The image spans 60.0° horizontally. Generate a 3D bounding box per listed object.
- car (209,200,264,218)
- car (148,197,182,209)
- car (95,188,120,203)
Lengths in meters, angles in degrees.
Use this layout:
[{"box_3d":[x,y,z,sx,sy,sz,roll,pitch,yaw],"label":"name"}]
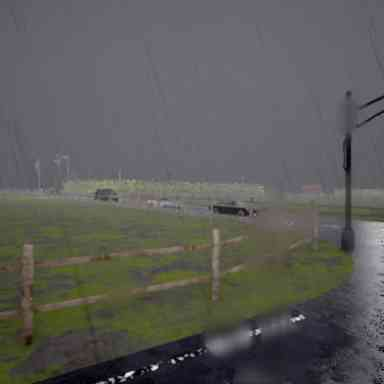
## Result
[{"box_3d":[3.522,1.365,26.927,1.895,1.301,4.718,1,1,-35],"label":"car"},{"box_3d":[-2.831,1.167,35.837,1.895,1.301,4.718,1,1,-35],"label":"car"},{"box_3d":[-12.796,0.482,49.893,2.150,2.045,5.566,1,0,-35],"label":"car"}]
